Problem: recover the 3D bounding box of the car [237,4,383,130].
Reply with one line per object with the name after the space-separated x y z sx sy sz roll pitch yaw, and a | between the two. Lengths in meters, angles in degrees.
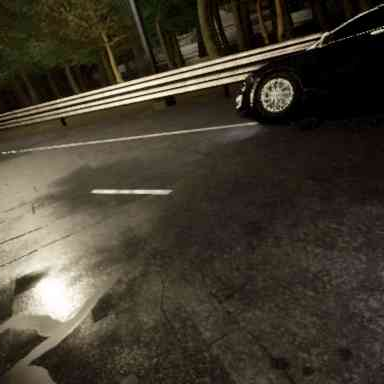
3.049 -1.922 5.088 4.892 1.490 1.837 0 0 35 | car
